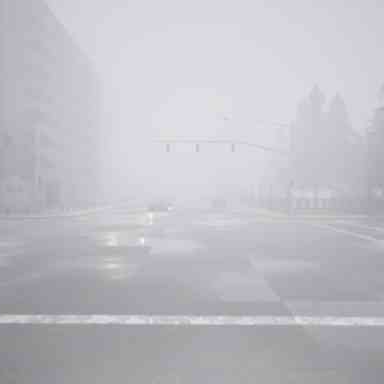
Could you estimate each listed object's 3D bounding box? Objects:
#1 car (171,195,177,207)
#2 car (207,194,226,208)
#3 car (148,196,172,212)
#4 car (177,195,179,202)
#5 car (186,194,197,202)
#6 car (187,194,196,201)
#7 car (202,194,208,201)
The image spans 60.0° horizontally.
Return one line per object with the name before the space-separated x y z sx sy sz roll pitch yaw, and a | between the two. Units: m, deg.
car | -3.669 1.414 48.017 1.994 1.385 4.181 0 0 0
car | 3.519 1.337 45.120 1.882 1.535 5.008 0 0 0
car | -3.653 1.450 36.624 1.994 1.385 4.181 0 0 0
car | -3.629 1.297 67.181 1.837 1.490 4.892 0 0 0
car | -0.119 1.271 66.395 1.882 1.535 5.008 0 0 0
car | -0.135 1.147 75.645 2.128 1.511 4.902 0 0 0
car | 3.364 1.240 76.306 1.882 1.535 5.008 0 0 0
